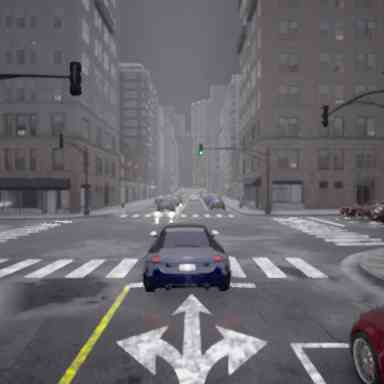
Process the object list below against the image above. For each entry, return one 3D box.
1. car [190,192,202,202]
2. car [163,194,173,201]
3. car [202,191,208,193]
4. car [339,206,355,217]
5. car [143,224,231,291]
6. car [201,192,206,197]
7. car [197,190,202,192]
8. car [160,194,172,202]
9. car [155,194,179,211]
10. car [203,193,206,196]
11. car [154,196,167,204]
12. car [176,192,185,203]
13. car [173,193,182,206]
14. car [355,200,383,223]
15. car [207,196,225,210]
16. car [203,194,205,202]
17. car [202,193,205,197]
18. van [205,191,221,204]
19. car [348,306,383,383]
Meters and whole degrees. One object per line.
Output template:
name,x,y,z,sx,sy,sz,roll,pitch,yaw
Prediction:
car,0.531,1.184,68.052,1.812,1.442,4.674,0,1,1
car,-5.187,1.195,73.008,1.802,1.307,4.206,0,1,1
car,3.740,0.770,79.790,2.150,2.045,5.566,0,1,1
car,13.664,1.304,24.901,4.718,1.301,1.895,-1,0,0
car,-0.192,1.542,8.980,1.994,1.385,4.181,-1,0,-3
car,3.289,1.248,67.378,1.802,1.307,4.206,0,1,1
car,0.619,0.924,78.052,2.128,1.511,4.902,0,1,1
car,-5.235,1.216,67.456,2.008,1.369,4.403,0,1,1
car,-2.830,1.358,37.589,1.837,1.490,4.892,0,0,2
car,3.191,1.335,56.272,1.802,1.307,4.206,0,0,1
car,-5.336,1.335,56.351,1.802,1.307,4.206,0,0,1
car,-2.608,1.233,57.883,2.128,1.511,4.902,0,0,1
car,-2.742,1.328,47.494,1.812,1.442,4.674,0,0,0
car,13.555,1.080,21.650,4.553,1.767,2.097,-1,0,0
car,3.043,1.425,39.614,1.802,1.307,4.206,0,0,1
car,3.140,1.330,50.716,1.887,1.381,4.507,0,0,1
car,3.241,1.295,61.822,1.802,1.307,4.206,0,1,1
van,3.091,1.155,45.164,1.690,1.788,3.998,0,0,1
car,2.760,1.576,2.405,1.802,1.307,4.206,0,0,0
